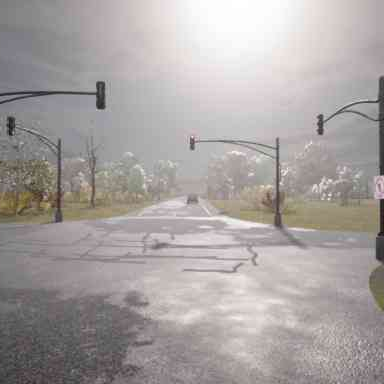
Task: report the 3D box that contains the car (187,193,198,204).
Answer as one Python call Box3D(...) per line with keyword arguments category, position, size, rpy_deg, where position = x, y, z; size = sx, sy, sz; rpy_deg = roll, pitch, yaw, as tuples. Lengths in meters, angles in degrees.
Box3D(category="car", position=(0.107, 1.293, 67.703), size=(2.150, 2.045, 5.566), rpy_deg=(0, 0, 0))
